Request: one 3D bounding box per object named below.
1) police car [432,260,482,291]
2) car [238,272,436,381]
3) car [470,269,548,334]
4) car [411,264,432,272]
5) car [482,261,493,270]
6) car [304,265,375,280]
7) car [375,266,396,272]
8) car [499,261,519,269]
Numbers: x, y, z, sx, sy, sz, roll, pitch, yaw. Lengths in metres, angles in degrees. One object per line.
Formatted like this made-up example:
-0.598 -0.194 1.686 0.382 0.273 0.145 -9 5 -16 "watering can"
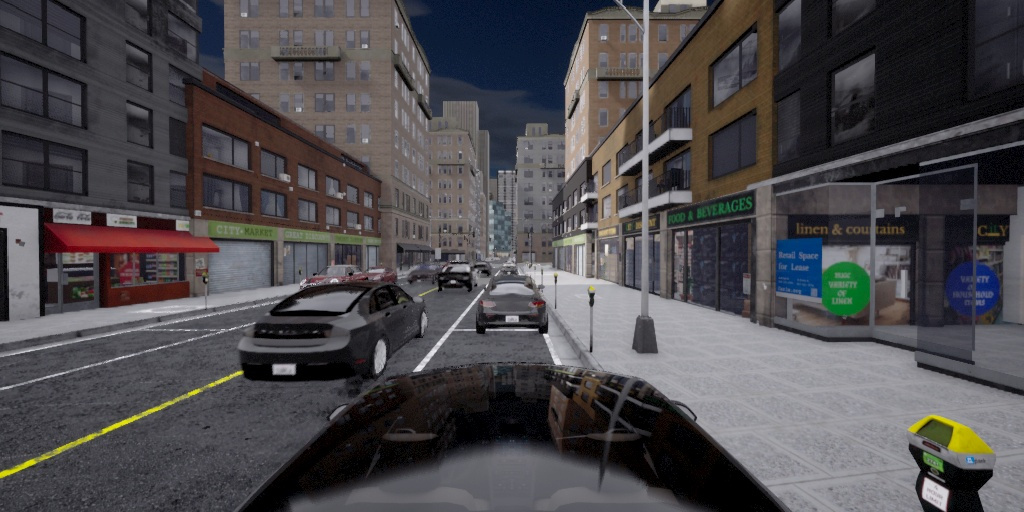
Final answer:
-3.147 1.169 21.743 1.930 1.638 5.238 0 0 0 "police car"
-3.048 1.255 7.218 1.837 1.490 4.892 0 0 0 "car"
0.003 1.273 10.502 1.812 1.442 4.674 0 0 0 "car"
-6.243 1.289 26.727 2.033 1.411 5.357 0 0 0 "car"
-3.048 1.241 36.538 1.837 1.490 4.892 0 0 0 "car"
-8.814 1.185 18.031 1.967 1.591 4.097 0 0 0 "car"
-8.814 1.325 23.617 1.802 1.307 4.207 0 0 0 "car"
-0.273 1.287 34.789 2.007 1.370 4.403 0 0 0 "car"
